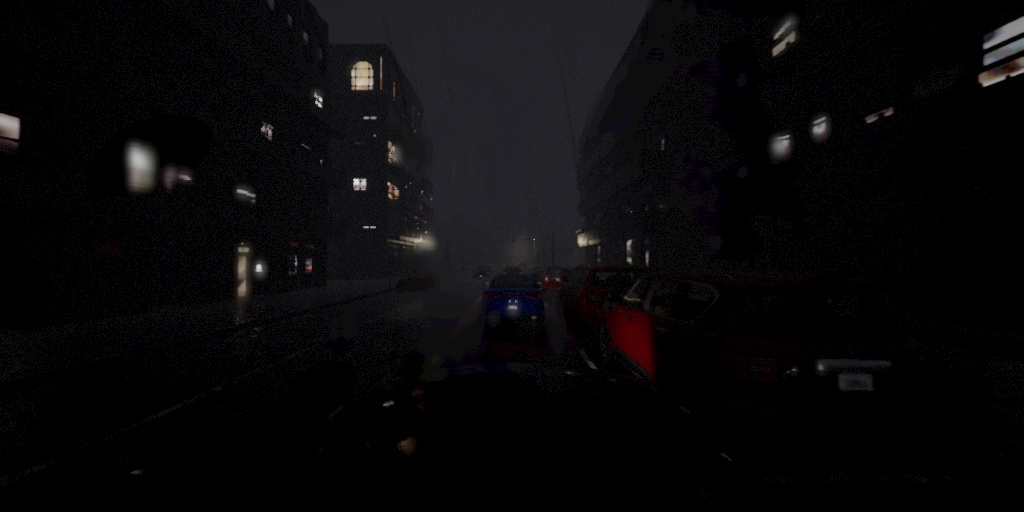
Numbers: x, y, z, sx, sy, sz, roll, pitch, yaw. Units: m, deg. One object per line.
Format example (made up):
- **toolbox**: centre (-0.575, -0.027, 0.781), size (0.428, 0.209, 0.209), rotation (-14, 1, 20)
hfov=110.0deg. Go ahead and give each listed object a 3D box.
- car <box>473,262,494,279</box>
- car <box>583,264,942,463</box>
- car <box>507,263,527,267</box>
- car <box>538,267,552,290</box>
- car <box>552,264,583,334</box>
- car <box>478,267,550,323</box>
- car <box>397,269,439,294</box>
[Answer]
- **car**: centre (-3.147, 1.676, 39.026), size (2.033, 1.411, 5.357), rotation (0, -1, 0)
- **car**: centre (2.686, 1.098, 5.186), size (2.192, 1.841, 5.009), rotation (0, 0, 0)
- **car**: centre (0.041, 1.621, 32.420), size (1.994, 1.385, 4.181), rotation (0, -1, 0)
- **car**: centre (2.657, 1.391, 22.179), size (1.967, 1.591, 4.097), rotation (0, 0, 0)
- **car**: centre (2.676, 1.153, 10.852), size (2.192, 1.841, 5.009), rotation (0, 0, 0)
- **car**: centre (0.064, 1.333, 12.603), size (1.882, 1.535, 5.008), rotation (0, 0, 0)
- **car**: centre (-5.723, 1.496, 22.165), size (1.888, 1.381, 4.507), rotation (0, 0, 0)
